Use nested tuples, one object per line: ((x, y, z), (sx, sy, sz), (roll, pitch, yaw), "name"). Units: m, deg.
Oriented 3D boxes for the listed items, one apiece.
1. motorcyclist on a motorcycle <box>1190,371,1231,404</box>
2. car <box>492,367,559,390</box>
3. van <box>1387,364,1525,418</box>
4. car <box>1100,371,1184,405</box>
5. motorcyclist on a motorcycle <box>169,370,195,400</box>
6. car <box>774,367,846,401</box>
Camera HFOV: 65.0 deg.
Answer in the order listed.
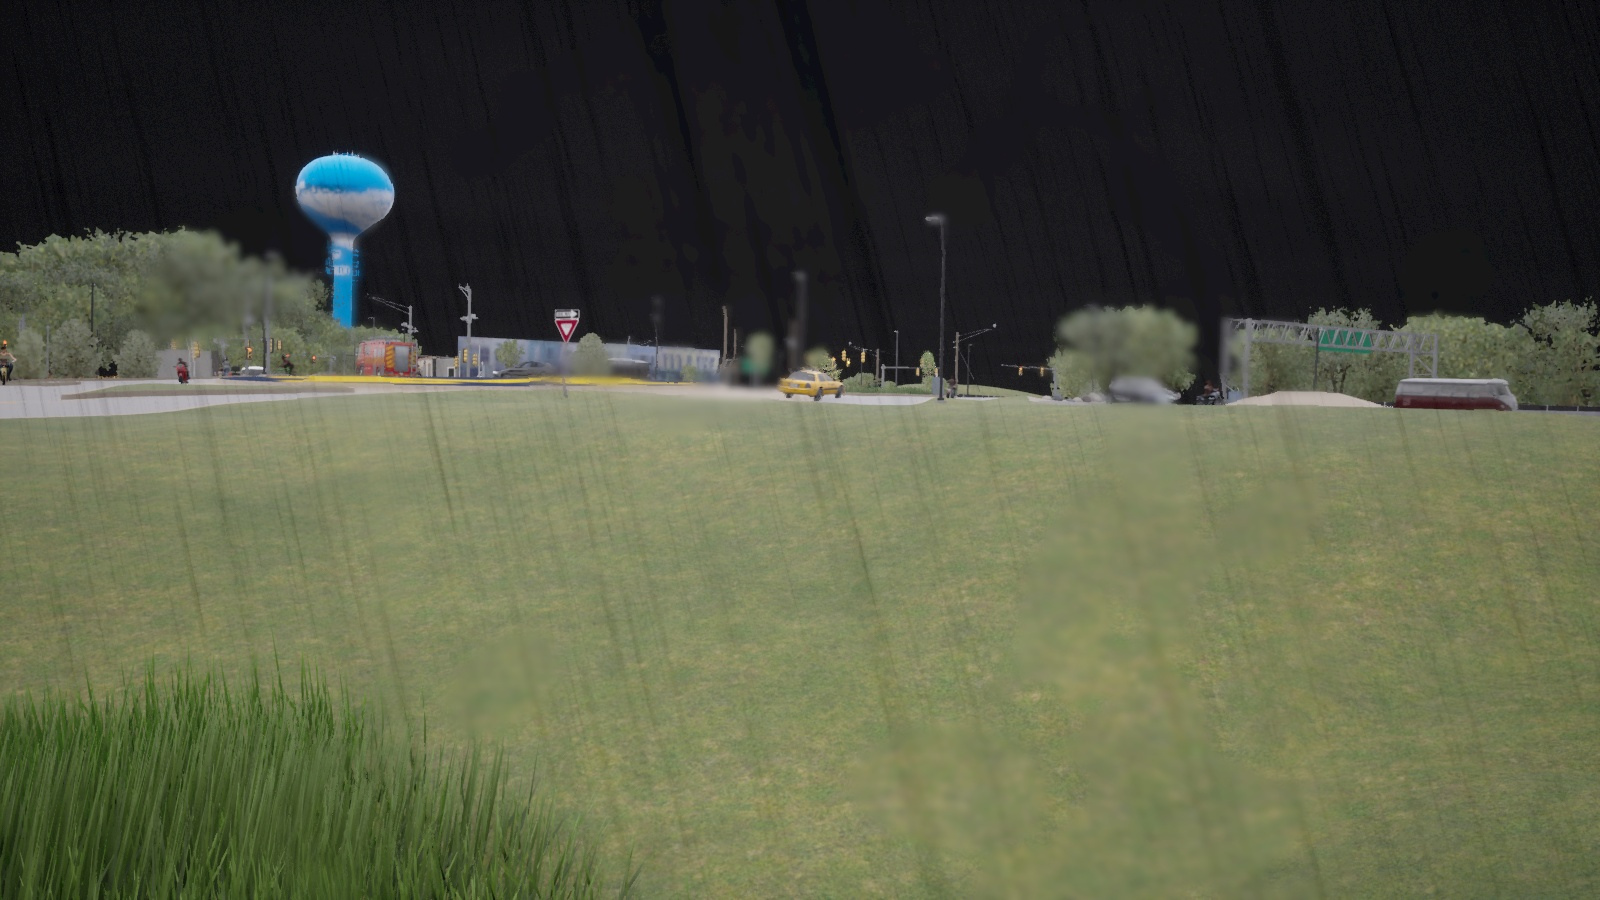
((21.148, -3.224, 64.723), (0.766, 1.649, 2.350), (-1, 4, -16), "motorcyclist on a motorcycle")
((-18.689, -4.872, 85.699), (4.193, 1.474, 1.816), (-1, 1, -1), "car")
((25.889, -2.383, 49.674), (1.775, 1.987, 4.442), (-4, 6, -41), "van")
((17.533, -3.239, 64.587), (2.033, 1.649, 4.856), (-1, 4, -14), "car")
((-33.810, -3.571, 68.767), (0.797, 1.523, 2.044), (-6, 5, -17), "motorcyclist on a motorcycle")
((0.591, -3.473, 65.443), (1.801, 1.575, 5.366), (4, 6, 23), "car")
